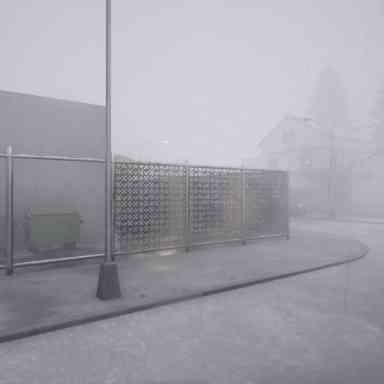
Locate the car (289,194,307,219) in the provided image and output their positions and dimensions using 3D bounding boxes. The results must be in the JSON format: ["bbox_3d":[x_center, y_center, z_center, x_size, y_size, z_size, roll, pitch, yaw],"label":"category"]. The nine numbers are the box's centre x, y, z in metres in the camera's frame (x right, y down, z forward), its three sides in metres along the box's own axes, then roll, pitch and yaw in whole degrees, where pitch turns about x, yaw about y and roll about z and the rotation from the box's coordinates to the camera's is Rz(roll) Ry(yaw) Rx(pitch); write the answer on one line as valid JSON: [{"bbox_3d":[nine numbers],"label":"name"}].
[{"bbox_3d":[7.046,1.221,28.174,2.150,2.045,5.566,0,0,-31],"label":"car"}]
